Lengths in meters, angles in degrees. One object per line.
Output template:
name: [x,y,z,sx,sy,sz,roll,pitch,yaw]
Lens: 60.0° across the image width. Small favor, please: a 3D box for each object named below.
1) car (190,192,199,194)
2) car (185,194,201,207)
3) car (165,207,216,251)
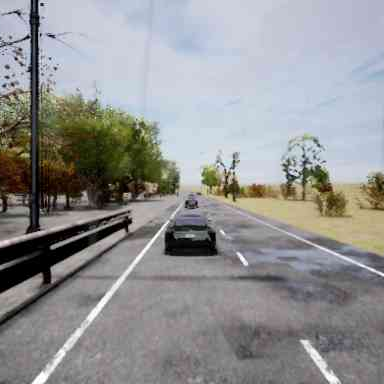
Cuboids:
car: [-0.052,1.271,81.034,2.097,1.767,4.553,0,0,0]
car: [-0.057,1.457,48.052,2.128,1.511,4.902,0,0,0]
car: [-0.061,1.562,14.093,1.994,1.385,4.181,0,0,0]
